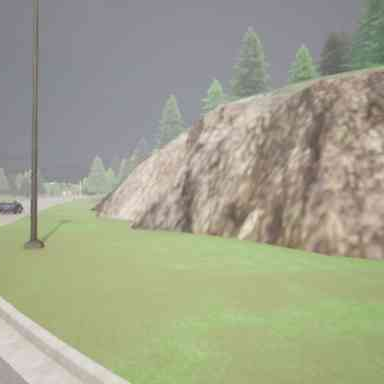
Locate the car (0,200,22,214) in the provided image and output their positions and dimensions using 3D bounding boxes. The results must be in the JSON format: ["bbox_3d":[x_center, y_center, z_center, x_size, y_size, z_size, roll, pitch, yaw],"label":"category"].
[{"bbox_3d":[-20.895,1.683,38.378,2.128,1.511,4.902,1,0,-19],"label":"car"}]
